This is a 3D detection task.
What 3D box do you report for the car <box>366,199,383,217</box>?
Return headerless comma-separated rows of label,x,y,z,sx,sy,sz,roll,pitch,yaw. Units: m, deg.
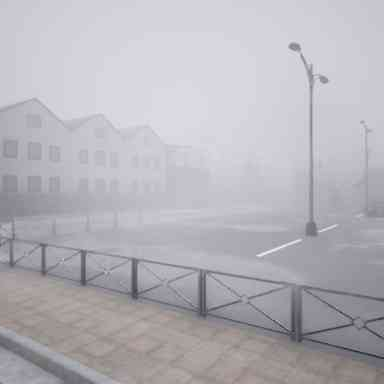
car,15.363,1.297,26.847,2.007,1.523,4.514,0,0,35
